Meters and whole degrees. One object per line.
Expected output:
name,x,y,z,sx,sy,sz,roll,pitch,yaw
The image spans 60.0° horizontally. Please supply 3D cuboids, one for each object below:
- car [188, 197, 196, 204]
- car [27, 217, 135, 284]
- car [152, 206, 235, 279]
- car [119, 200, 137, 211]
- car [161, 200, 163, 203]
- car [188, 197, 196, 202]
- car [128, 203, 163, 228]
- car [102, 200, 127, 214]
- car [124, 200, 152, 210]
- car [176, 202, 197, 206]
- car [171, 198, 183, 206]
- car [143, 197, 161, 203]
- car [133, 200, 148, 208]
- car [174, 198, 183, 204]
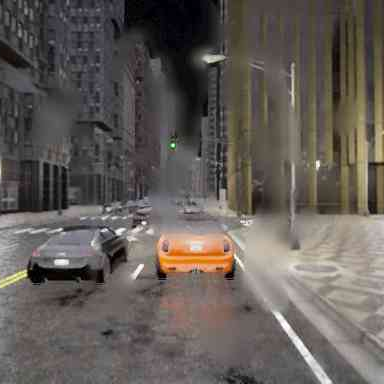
car,-0.022,2.033,81.466,2.097,1.767,4.553,0,-1,0
car,-3.149,1.689,10.028,1.994,1.385,4.181,0,-1,0
car,0.101,1.483,10.648,2.097,1.767,4.553,0,-1,0
car,-9.854,2.070,51.775,1.837,1.490,4.892,0,0,0
car,-6.563,2.012,61.859,2.097,1.767,4.553,0,-1,0
car,-0.019,2.267,71.488,1.812,1.442,4.674,0,-1,0
car,-3.157,1.794,24.362,1.837,1.490,4.892,0,-1,0
car,-9.867,1.961,41.653,2.128,1.511,4.902,0,-1,-1
car,-6.610,2.014,41.346,2.033,1.411,5.357,0,-1,0
car,0.083,1.786,25.026,2.128,1.511,4.902,0,-1,0
car,-3.269,2.098,71.458,2.097,1.767,4.553,0,-1,0
car,-6.621,1.785,51.532,2.150,2.045,5.566,0,0,0
car,-9.785,2.226,63.838,2.033,1.411,5.357,0,-1,0
car,-3.272,2.178,81.494,1.837,1.490,4.892,0,-1,0
